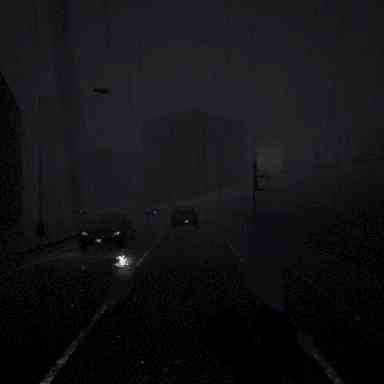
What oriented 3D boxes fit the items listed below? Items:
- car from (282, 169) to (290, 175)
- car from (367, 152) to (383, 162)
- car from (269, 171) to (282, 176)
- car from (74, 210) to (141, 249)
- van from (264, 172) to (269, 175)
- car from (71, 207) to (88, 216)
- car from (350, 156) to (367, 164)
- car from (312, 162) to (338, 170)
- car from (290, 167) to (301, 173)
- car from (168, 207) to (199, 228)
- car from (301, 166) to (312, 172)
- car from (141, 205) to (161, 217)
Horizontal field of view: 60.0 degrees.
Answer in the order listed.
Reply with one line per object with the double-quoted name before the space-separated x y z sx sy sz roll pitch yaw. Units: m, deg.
"car" 21.119 -4.096 69.457 2.185 1.767 4.553 0 0 -1
"car" 21.854 -3.756 36.315 2.231 1.521 4.892 0 1 -1
"car" 20.877 -4.016 80.472 2.231 1.521 4.892 0 0 -1
"car" -3.748 1.686 15.506 1.812 1.442 4.674 0 -1 -1
"van" 20.759 -4.259 85.867 1.878 1.987 4.442 0 0 -1
"car" -18.602 3.191 55.341 1.837 1.490 4.892 -1 -3 -41
"car" 21.725 -3.803 41.833 2.231 1.521 4.892 0 0 -1
"car" 21.485 -3.999 52.771 2.185 1.767 4.553 0 0 -1
"car" 21.240 -4.066 63.938 2.185 1.767 4.553 0 0 -1
"car" -0.675 1.822 24.761 2.128 1.511 4.902 0 -1 -7
"car" 21.365 -3.866 58.264 2.002 1.452 4.674 0 0 -1
"car" -5.195 2.326 40.908 1.812 1.442 4.674 0 -2 -23
